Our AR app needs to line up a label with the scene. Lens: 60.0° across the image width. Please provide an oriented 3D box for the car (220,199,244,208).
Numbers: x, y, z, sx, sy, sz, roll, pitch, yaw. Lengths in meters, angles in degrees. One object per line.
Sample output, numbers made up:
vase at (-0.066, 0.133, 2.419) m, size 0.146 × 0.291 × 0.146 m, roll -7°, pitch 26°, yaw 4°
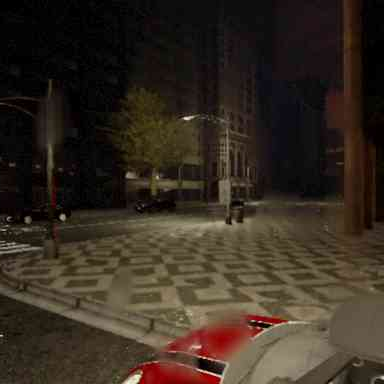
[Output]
car at (6.207, 1.713, 51.829) m, size 1.895 × 1.301 × 4.718 m, roll 0°, pitch 0°, yaw 36°

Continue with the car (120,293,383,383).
car at (1.264, 1.441, 2.055) m, size 4.097 × 1.590 × 1.967 m, roll -1°, pitch 0°, yaw 35°

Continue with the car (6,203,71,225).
car at (-11.994, 1.679, 26.284) m, size 1.837 × 1.490 × 4.892 m, roll 0°, pitch 0°, yaw 35°

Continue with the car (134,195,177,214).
car at (-4.000, 1.368, 37.556) m, size 2.150 × 2.045 × 5.566 m, roll 0°, pitch 0°, yaw 35°
